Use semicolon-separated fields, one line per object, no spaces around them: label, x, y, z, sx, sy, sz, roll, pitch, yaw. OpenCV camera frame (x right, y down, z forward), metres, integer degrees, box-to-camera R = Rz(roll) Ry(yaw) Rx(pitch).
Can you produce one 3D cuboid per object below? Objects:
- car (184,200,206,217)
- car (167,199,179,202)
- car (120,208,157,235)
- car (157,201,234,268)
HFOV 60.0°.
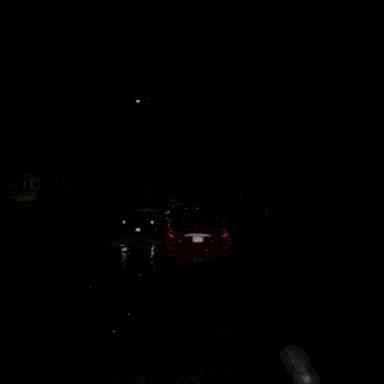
car;0.288;1.613;33.075;2.033;1.411;5.357;0;0;1
car;-2.451;1.649;45.799;1.812;1.442;4.674;0;0;0
car;-2.725;1.615;19.015;1.895;1.301;4.718;0;0;0
car;0.176;1.362;11.477;2.097;1.767;4.553;0;0;0
